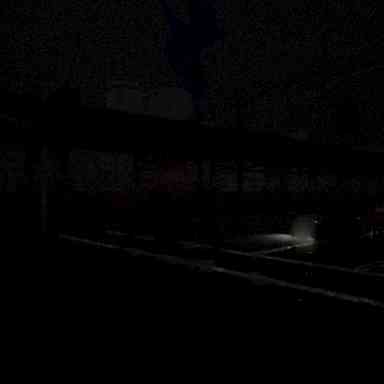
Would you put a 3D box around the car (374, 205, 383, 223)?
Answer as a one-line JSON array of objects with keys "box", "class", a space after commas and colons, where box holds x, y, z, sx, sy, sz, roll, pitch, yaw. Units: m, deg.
[{"box": [14.501, 1.308, 22.956, 5.008, 1.535, 1.882, -1, 0, -35], "class": "car"}]

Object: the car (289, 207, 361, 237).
[{"box": [7.104, 1.485, 17.705, 4.181, 1.385, 1.994, -1, 0, -36], "class": "car"}]
